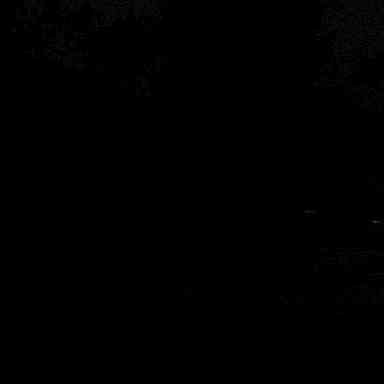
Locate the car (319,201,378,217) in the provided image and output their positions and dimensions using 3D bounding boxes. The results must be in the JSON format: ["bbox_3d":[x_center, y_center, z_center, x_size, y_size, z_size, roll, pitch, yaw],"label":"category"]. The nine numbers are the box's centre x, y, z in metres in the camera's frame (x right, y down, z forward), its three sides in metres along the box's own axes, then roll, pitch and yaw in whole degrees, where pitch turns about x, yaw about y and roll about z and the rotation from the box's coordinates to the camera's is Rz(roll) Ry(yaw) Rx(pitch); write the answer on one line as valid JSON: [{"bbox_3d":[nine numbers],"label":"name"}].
[{"bbox_3d":[14.759,1.563,31.641,1.895,1.301,4.718,1,0,-39],"label":"car"}]

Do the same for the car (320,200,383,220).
[{"bbox_3d":[13.275,1.424,27.561,1.882,1.535,5.008,2,0,-37],"label":"car"}]
